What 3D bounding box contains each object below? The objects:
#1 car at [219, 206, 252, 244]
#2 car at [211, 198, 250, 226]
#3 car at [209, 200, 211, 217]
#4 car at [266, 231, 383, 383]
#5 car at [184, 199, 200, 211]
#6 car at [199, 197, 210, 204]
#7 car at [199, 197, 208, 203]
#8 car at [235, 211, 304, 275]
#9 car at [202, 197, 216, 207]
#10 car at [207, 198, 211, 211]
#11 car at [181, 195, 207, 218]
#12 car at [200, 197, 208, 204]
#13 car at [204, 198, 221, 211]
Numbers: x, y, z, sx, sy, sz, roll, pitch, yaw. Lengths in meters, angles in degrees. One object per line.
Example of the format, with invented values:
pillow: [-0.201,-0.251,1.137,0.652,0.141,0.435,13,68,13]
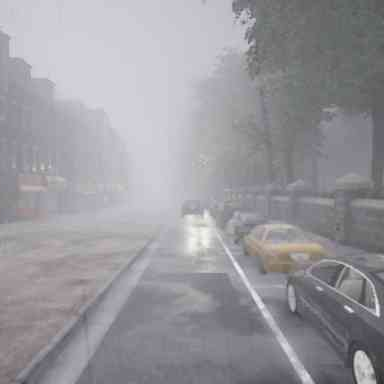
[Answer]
car: [2.622,1.576,15.665,2.008,1.369,4.403,-1,0,0]
car: [2.616,1.355,21.115,2.192,1.841,5.009,-1,0,0]
car: [2.619,1.583,26.735,1.752,1.417,4.829,-1,0,0]
car: [2.625,1.556,4.764,2.008,1.369,4.403,-1,0,0]
car: [0.029,1.671,43.397,2.033,1.411,5.357,0,0,1]
car: [2.611,1.829,70.167,2.008,1.369,4.403,-1,0,0]
car: [2.637,1.879,77.302,2.008,1.369,4.403,-1,0,0]
car: [2.623,1.539,10.383,1.752,1.417,4.829,-1,0,0]
car: [2.742,1.659,54.610,1.882,1.535,5.008,0,0,0]
car: [2.617,1.516,32.016,1.967,1.590,4.097,-1,0,0]
car: [0.055,1.425,31.097,2.097,1.767,4.553,0,0,0]
car: [2.662,1.840,75.328,1.752,1.417,4.829,-1,0,0]
car: [2.614,1.561,42.916,1.967,1.590,4.097,-1,0,0]
